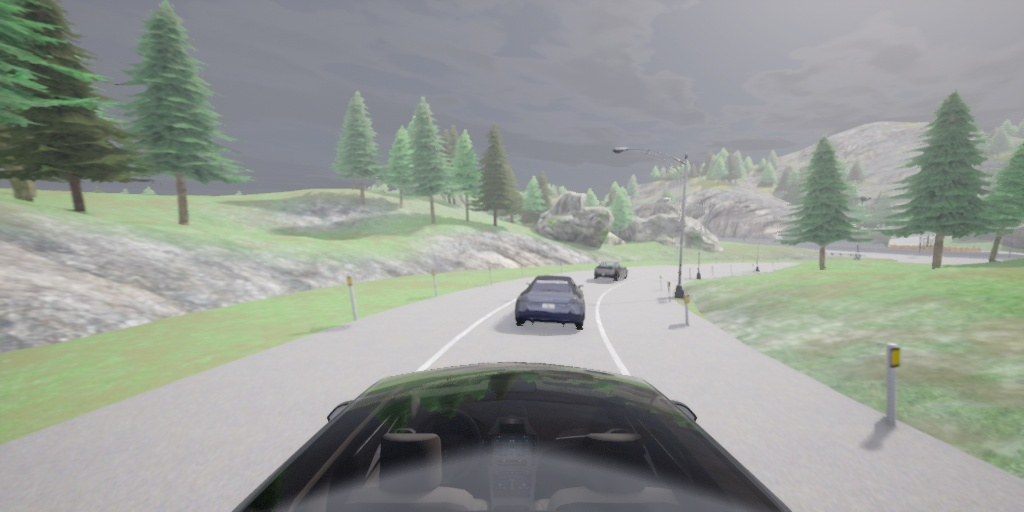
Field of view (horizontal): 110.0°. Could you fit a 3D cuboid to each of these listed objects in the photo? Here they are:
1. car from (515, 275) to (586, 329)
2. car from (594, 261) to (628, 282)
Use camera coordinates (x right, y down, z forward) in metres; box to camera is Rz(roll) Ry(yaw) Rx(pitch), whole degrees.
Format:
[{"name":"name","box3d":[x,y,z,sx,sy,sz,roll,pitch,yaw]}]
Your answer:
[{"name":"car","box3d":[1.339,1.306,11.520,1.994,1.385,4.181,1,0,11]},{"name":"car","box3d":[8.190,1.212,29.391,2.128,1.511,4.902,4,2,30]}]
